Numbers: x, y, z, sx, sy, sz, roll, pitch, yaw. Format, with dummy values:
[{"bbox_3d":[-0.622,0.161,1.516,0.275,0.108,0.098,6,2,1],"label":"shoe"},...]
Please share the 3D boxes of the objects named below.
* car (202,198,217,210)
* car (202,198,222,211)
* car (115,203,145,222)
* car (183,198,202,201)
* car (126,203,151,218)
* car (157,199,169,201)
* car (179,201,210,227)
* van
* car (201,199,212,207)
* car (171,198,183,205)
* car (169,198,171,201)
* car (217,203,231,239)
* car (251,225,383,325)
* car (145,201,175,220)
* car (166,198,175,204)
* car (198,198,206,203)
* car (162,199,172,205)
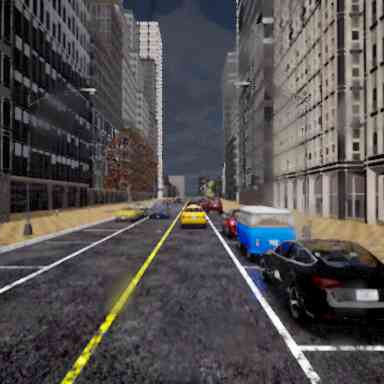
[{"bbox_3d":[2.748,1.840,52.741,2.192,1.841,5.009,0,-1,0],"label":"car"},{"bbox_3d":[2.736,1.731,41.357,2.192,1.841,5.009,0,-1,0],"label":"car"},{"bbox_3d":[-5.658,1.829,29.820,1.752,1.417,4.829,0,-1,0],"label":"car"},{"bbox_3d":[0.142,1.902,42.170,1.882,1.535,5.008,0,-1,0],"label":"car"},{"bbox_3d":[-5.652,1.912,35.683,2.008,1.369,4.403,0,-1,0],"label":"car"},{"bbox_3d":[-5.628,2.129,58.451,2.008,1.369,4.403,0,-1,0],"label":"car"},{"bbox_3d":[0.125,1.717,25.312,1.801,1.575,5.366,0,0,0],"label":"car"},{"bbox_3d":[2.706,1.477,12.899,1.690,1.788,3.998,0,-1,0],"label":"van"},{"bbox_3d":[2.758,2.158,64.292,1.752,1.417,4.829,0,-1,0],"label":"car"},{"bbox_3d":[-2.925,2.131,73.317,1.837,1.490,4.892,0,-1,0],"label":"car"},{"bbox_3d":[-5.623,2.197,64.143,1.947,1.339,4.313,0,-1,0],"label":"car"},{"bbox_3d":[2.712,1.633,18.588,1.967,1.590,4.097,0,-1,0],"label":"car"},{"bbox_3d":[2.700,1.643,7.202,1.947,1.339,4.313,0,-1,0],"label":"car"},{"bbox_3d":[-3.067,1.879,32.639,2.033,1.411,5.357,0,-1,0],"label":"car"},{"bbox_3d":[-5.599,2.386,86.911,2.008,1.369,4.403,0,-1,0],"label":"car"},{"bbox_3d":[2.787,2.453,92.582,1.947,1.339,4.313,0,-1,0],"label":"car"},{"bbox_3d":[-5.611,2.316,75.526,1.802,1.307,4.206,0,-1,0],"label":"car"}]
